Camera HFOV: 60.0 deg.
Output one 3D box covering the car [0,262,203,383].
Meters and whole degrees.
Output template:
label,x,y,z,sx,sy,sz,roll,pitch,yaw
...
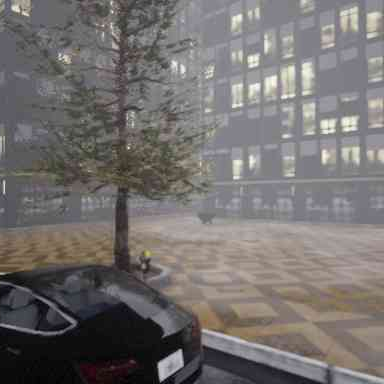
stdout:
label,x,y,z,sx,sy,sz,roll,pitch,yaw
car,-1.881,1.586,4.173,4.313,1.339,1.947,0,-1,35
